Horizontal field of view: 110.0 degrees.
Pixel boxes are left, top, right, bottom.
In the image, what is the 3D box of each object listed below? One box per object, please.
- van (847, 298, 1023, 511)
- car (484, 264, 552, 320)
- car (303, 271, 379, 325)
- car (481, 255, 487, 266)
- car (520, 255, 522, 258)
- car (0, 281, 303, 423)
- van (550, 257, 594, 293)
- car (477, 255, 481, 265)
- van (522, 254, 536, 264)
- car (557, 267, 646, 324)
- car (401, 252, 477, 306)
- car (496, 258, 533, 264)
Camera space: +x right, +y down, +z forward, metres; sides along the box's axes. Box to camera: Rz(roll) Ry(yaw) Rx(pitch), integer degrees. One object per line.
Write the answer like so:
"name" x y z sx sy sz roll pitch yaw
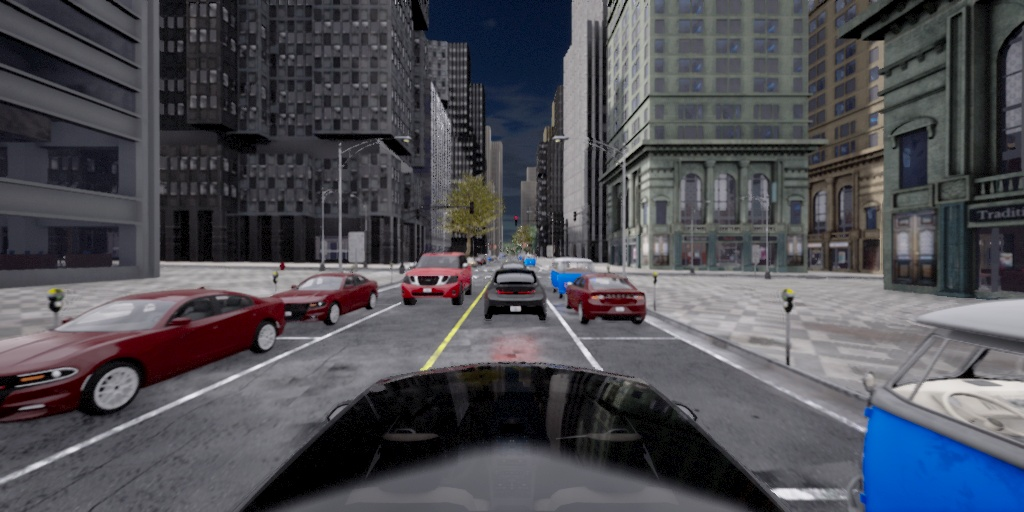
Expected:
"van" 2.774 1.101 0.411 1.690 1.789 3.998 0 0 0
"car" 0.100 1.174 12.182 1.837 1.490 4.892 0 0 0
"car" -5.780 1.220 11.478 1.888 1.381 4.507 0 0 0
"car" -5.763 0.871 60.150 1.888 1.381 4.507 0 0 0
"car" 2.762 0.890 60.381 1.948 1.339 4.313 0 0 0
"car" -5.778 1.262 5.953 1.888 1.381 4.507 0 0 0
"van" 2.776 0.974 16.985 1.690 1.789 3.998 0 0 0
"car" -5.770 0.924 49.400 1.751 1.417 4.829 0 0 0
"van" 2.762 0.701 54.968 1.690 1.789 3.998 0 0 0
"car" 2.775 1.220 11.460 1.888 1.381 4.507 0 0 0
"car" -3.002 0.851 15.513 2.150 2.045 5.566 0 0 0
"car" 0.095 1.073 22.100 1.882 1.535 5.008 0 0 0
